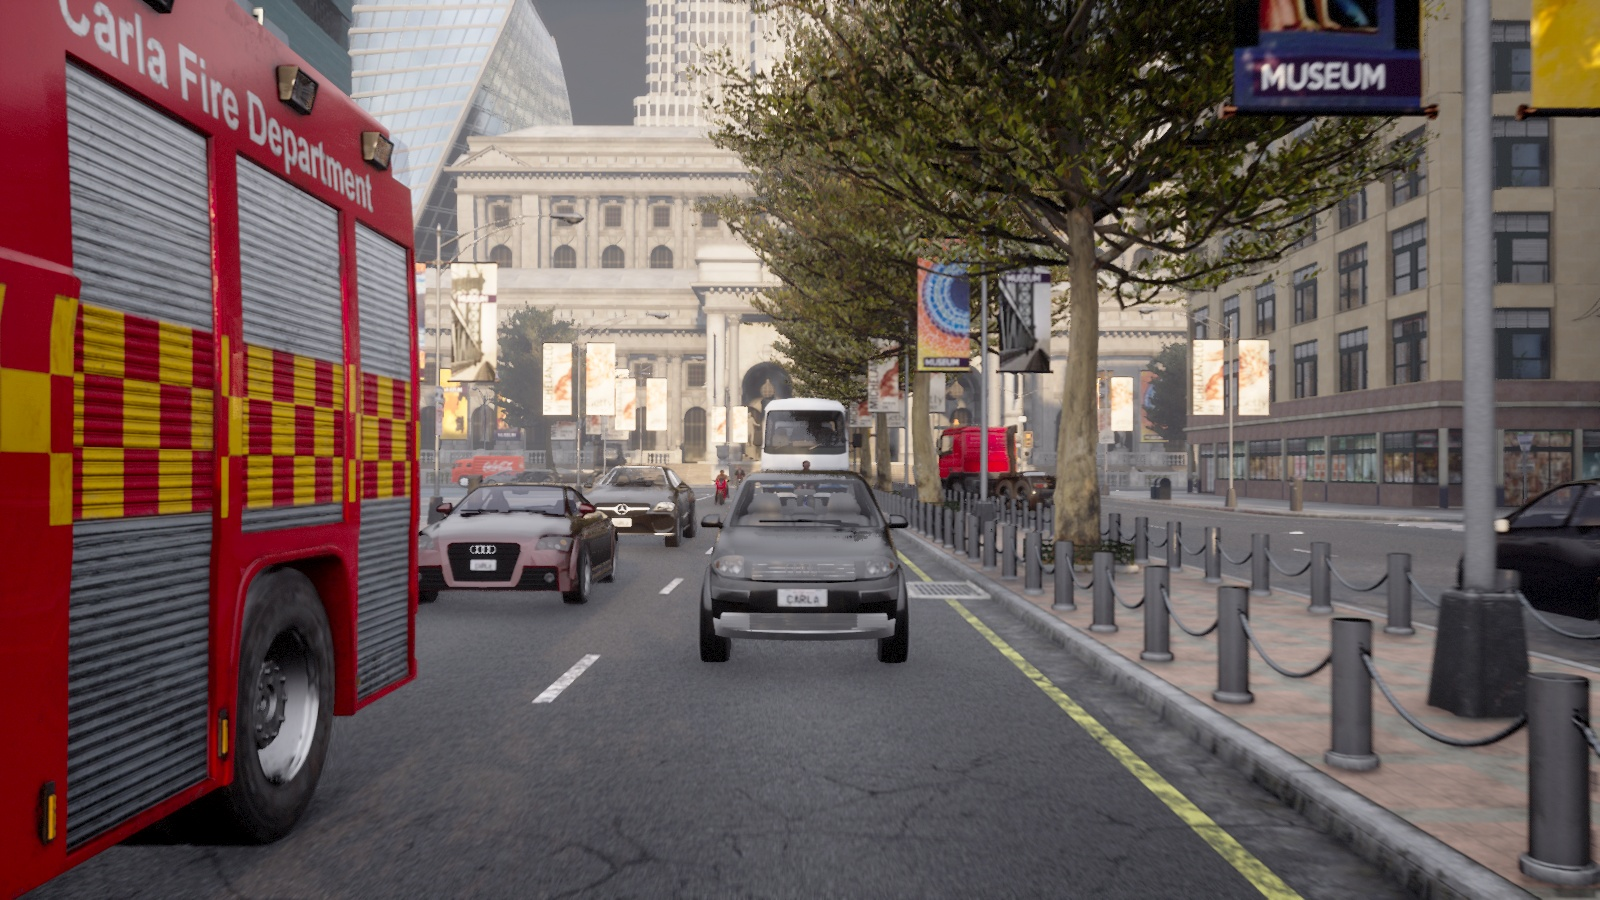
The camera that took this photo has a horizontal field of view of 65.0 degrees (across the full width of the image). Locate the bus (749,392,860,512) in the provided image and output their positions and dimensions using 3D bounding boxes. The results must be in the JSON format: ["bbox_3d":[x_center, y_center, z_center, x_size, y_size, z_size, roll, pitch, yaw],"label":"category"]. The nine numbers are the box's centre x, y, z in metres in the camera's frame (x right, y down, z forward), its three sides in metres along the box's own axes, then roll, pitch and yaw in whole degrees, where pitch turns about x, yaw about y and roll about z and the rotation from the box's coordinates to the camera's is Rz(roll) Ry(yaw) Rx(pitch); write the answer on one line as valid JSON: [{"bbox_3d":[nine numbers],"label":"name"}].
[{"bbox_3d":[0.184,0.194,50.092,3.944,4.253,10.273,0,-1,0],"label":"bus"}]

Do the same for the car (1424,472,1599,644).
[{"bbox_3d":[8.016,0.984,12.491,1.845,1.501,3.633,0,-1,1],"label":"car"}]

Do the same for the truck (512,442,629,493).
[{"bbox_3d":[-16.027,1.237,88.264,7.936,3.462,2.891,0,-1,-8],"label":"truck"}]

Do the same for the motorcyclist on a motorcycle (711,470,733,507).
[{"bbox_3d":[-3.304,1.618,53.363,0.797,1.523,2.044,0,0,0],"label":"motorcyclist on a motorcycle"}]

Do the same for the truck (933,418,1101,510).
[{"bbox_3d":[8.649,0.576,51.335,2.891,3.462,7.936,0,-1,-23],"label":"truck"}]

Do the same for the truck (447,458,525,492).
[{"bbox_3d":[-23.616,1.860,94.644,5.204,2.467,2.627,0,-1,0],"label":"truck"}]

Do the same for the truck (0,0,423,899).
[{"bbox_3d":[-3.489,-0.298,2.603,2.891,3.827,8.468,0,-1,0],"label":"truck"}]

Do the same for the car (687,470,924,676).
[{"bbox_3d":[0.044,0.964,11.382,1.789,1.549,3.705,0,-1,0],"label":"car"}]

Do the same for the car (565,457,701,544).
[{"bbox_3d":[-3.409,1.010,26.645,2.152,1.651,5.027,0,-1,1],"label":"car"}]

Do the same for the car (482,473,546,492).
[{"bbox_3d":[-20.707,2.346,91.131,4.181,1.385,1.994,0,-1,2],"label":"car"}]

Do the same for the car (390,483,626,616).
[{"bbox_3d":[-3.450,1.128,15.677,1.994,1.385,4.181,0,-1,0],"label":"car"}]
